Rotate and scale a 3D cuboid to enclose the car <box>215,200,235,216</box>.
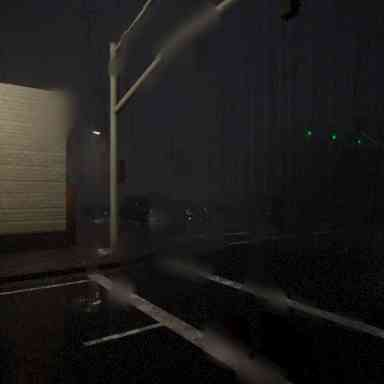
[{"bbox_3d":[2.186,1.533,33.460,1.882,1.535,5.008,0,0,-36],"label":"car"}]

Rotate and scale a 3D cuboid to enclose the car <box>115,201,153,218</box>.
[{"bbox_3d":[-5.687,1.619,32.115,1.994,1.385,4.181,0,0,-35],"label":"car"}]

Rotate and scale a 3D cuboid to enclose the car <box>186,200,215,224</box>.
[{"bbox_3d":[-0.671,1.407,25.084,2.097,1.767,4.553,0,0,-35],"label":"car"}]

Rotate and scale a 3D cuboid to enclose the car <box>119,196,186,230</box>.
[{"bbox_3d":[-3.040,1.277,22.372,2.150,2.045,5.566,0,0,-36],"label":"car"}]

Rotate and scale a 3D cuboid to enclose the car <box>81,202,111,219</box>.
[{"bbox_3d":[-8.502,1.619,30.041,1.994,1.385,4.181,0,0,-35],"label":"car"}]
